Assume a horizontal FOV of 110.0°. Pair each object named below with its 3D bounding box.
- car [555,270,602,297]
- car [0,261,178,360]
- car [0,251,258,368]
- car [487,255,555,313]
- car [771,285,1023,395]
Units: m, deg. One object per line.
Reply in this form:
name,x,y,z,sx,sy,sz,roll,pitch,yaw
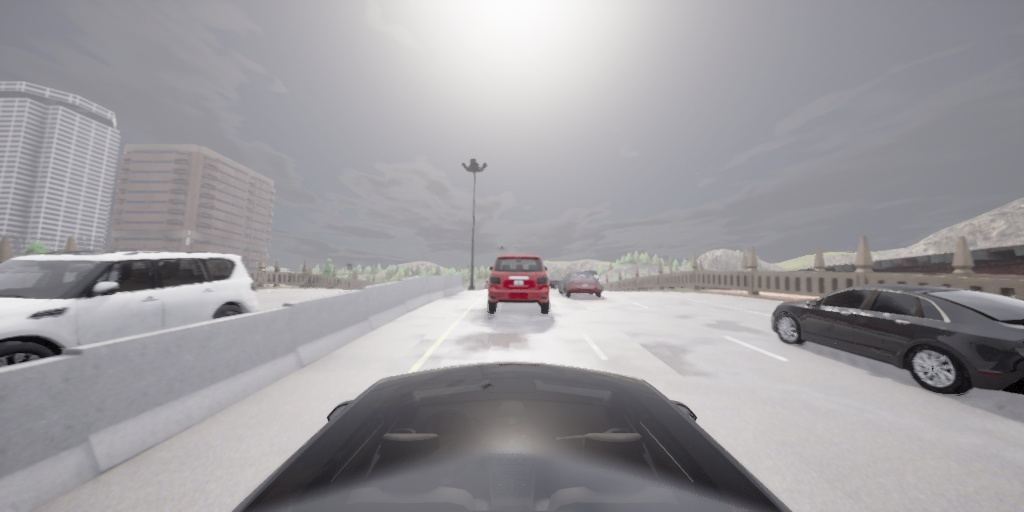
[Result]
car,3.833,1.586,20.694,1.994,1.385,4.181,0,-3,1
car,-10.533,1.035,7.882,2.097,1.767,4.553,0,0,1
car,-7.057,0.925,6.102,2.150,2.045,5.566,0,0,1
car,0.253,1.008,14.267,2.150,2.045,5.566,0,-1,1
car,7.150,1.288,6.676,1.837,1.490,4.892,0,0,1
